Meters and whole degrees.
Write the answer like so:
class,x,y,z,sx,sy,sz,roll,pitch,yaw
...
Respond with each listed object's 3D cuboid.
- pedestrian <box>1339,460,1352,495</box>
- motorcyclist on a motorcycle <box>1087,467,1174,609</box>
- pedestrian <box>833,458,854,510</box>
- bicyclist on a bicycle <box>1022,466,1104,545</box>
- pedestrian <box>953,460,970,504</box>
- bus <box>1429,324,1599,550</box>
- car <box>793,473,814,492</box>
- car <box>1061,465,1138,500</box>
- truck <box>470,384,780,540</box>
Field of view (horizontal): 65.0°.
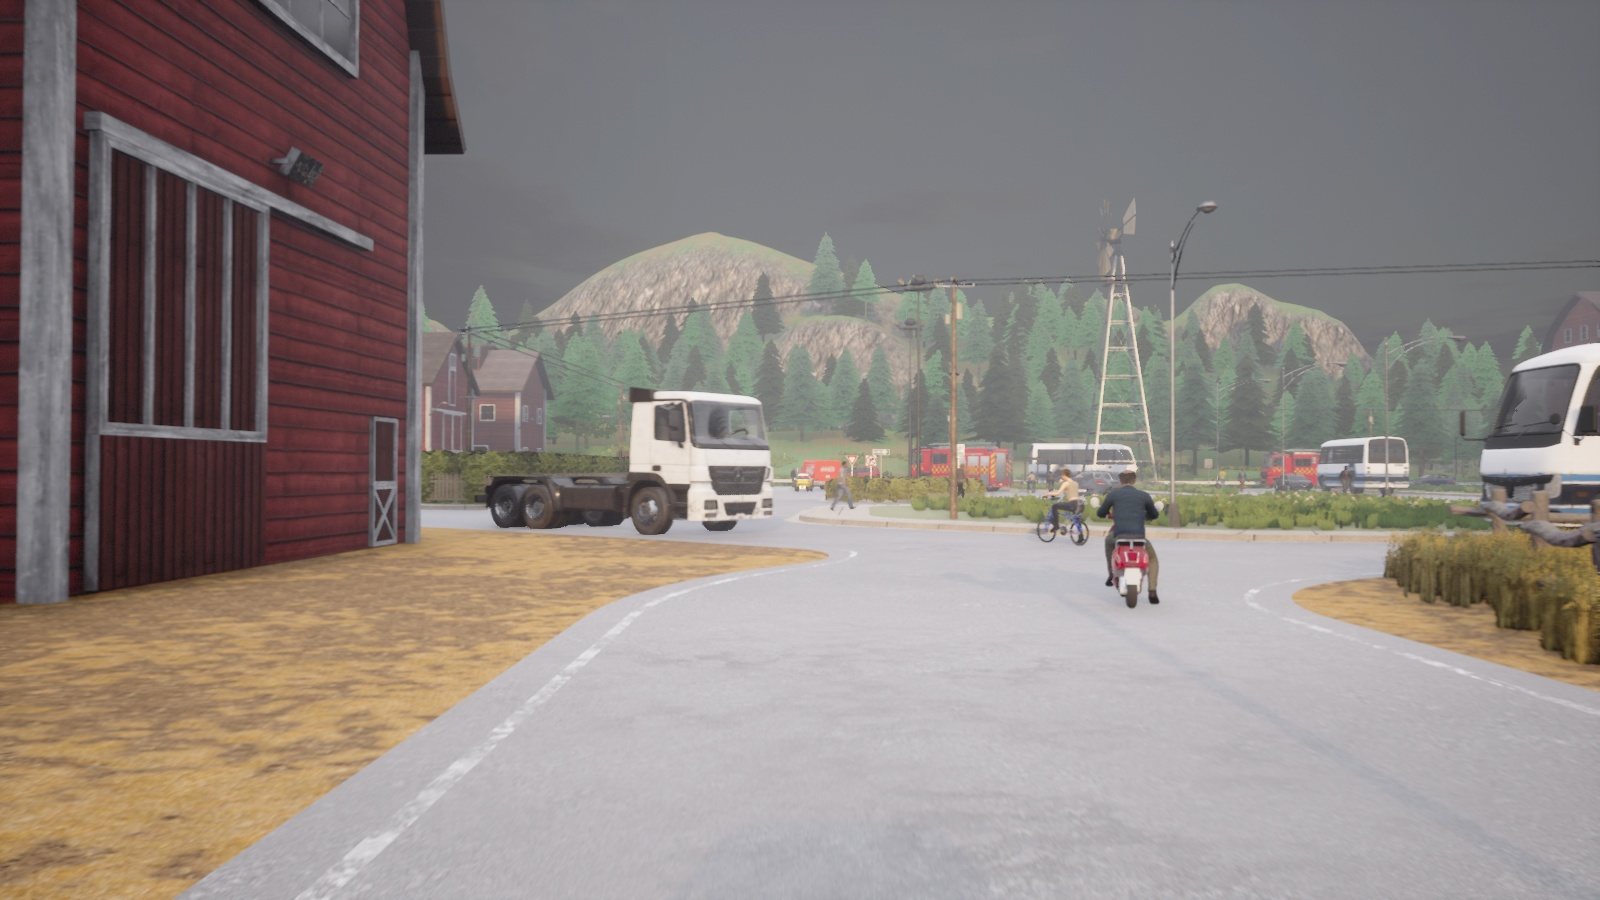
class,x,y,z,sx,sy,sz,roll,pitch,yaw
pedestrian,29.645,1.494,68.268,0.402,1.930,0.666,0,-1,0
motorcyclist on a motorcycle,3.923,1.004,15.036,0.866,1.590,1.817,0,-1,11
pedestrian,1.548,1.214,44.818,0.706,1.836,0.354,0,-1,-1
bicyclist on a bicycle,5.599,1.157,26.793,0.866,1.612,1.509,1,-1,-34
pedestrian,6.762,1.323,52.593,0.634,1.846,0.331,0,-1,-29
bus,18.861,-0.213,25.359,10.273,4.253,3.944,0,-1,4
car,0.265,2.478,96.125,1.481,1.376,2.207,0,-1,3
car,15.064,1.587,62.909,2.152,1.651,5.027,-1,-1,33
truck,-4.531,0.317,31.483,7.936,3.462,2.891,-1,-1,37
